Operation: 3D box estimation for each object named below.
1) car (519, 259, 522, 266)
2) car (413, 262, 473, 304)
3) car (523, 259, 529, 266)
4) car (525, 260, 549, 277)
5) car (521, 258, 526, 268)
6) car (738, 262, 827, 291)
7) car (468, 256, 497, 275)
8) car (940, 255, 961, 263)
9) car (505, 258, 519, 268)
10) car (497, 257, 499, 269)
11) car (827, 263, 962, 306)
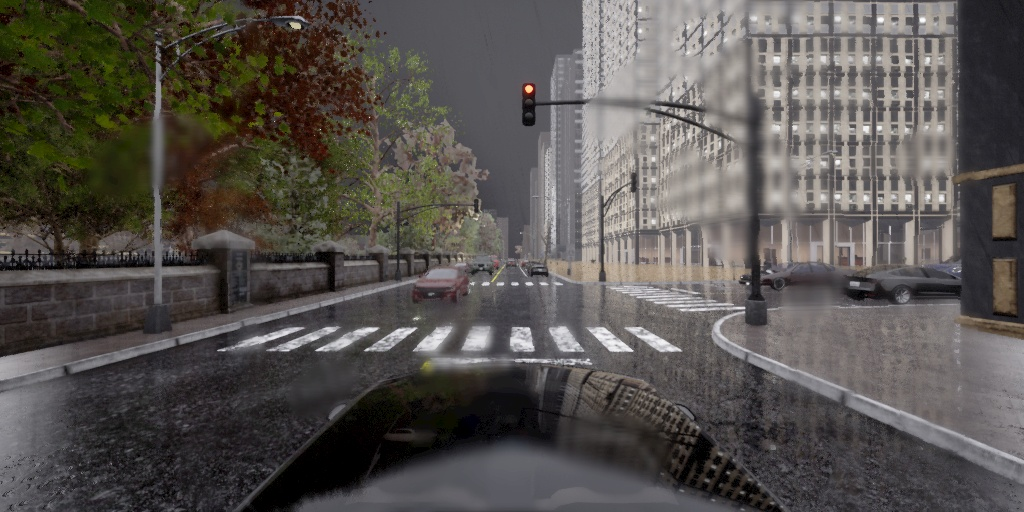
[{"bbox_3d":[2.573,1.336,63.883,1.888,1.381,4.507,0,0,0],"label":"car"},{"bbox_3d":[-3.127,1.231,16.576,1.882,1.535,5.008,0,0,0],"label":"car"},{"bbox_3d":[2.615,1.334,41.353,1.948,1.339,4.313,0,0,0],"label":"car"},{"bbox_3d":[2.625,1.330,35.720,1.948,1.339,4.313,0,0,0],"label":"car"},{"bbox_3d":[2.604,1.338,46.985,1.948,1.339,4.313,0,0,0],"label":"car"},{"bbox_3d":[15.107,1.025,18.958,5.357,1.411,2.033,-1,0,0],"label":"car"},{"bbox_3d":[-3.178,0.991,39.473,2.150,2.045,5.566,0,0,0],"label":"car"},{"bbox_3d":[24.505,0.669,19.025,4.553,1.767,2.097,-1,0,0],"label":"car"},{"bbox_3d":[-0.116,1.294,62.551,1.837,1.490,4.892,0,0,0],"label":"car"},{"bbox_3d":[-3.180,1.006,56.735,2.150,2.045,5.566,0,0,1],"label":"car"},{"bbox_3d":[14.663,1.026,13.160,4.313,1.339,1.948,0,0,0],"label":"car"}]
